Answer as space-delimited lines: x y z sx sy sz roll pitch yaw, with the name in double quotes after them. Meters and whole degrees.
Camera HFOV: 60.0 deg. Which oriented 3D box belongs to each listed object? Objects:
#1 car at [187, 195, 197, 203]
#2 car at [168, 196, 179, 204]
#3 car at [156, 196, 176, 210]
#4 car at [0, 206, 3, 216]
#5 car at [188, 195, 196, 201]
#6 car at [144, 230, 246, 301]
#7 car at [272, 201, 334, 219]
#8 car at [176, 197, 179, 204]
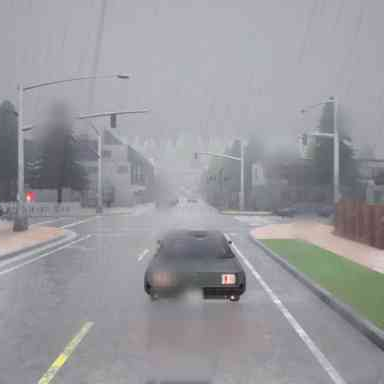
0.002 1.595 70.793 1.895 1.301 4.718 0 0 0 "car"
-3.552 1.564 64.343 1.994 1.385 4.181 0 0 0 "car"
-3.595 1.477 44.121 1.882 1.535 5.008 0 0 0 "car"
-18.213 1.493 27.123 5.008 1.535 1.882 0 0 -2 "car"
-0.001 1.478 81.512 1.882 1.535 5.008 0 0 0 "car"
0.068 1.601 8.245 1.895 1.301 4.718 0 0 0 "car"
9.779 1.528 28.750 5.357 1.411 2.033 0 0 -4 "car"
-3.590 1.505 54.082 1.837 1.490 4.892 0 0 0 "car"
